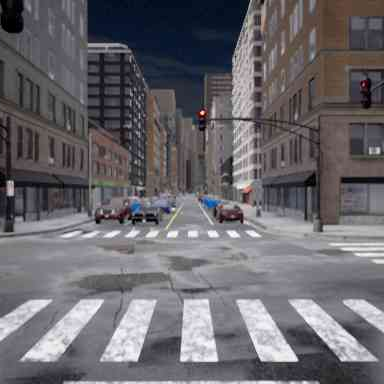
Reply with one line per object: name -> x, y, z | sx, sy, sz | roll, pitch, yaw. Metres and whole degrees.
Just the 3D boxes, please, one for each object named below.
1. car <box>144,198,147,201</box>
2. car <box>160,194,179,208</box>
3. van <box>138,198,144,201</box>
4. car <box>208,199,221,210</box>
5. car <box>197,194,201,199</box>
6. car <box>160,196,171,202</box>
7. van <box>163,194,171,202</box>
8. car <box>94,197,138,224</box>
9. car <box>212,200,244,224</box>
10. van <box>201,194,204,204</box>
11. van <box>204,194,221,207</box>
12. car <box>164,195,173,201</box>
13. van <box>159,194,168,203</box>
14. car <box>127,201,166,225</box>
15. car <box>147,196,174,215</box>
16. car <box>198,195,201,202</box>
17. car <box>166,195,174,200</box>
car -> -5.801, 1.436, 41.419 | 1.967, 1.590, 4.097 | 0, 0, 0
car -> -3.237, 1.500, 47.675 | 1.837, 1.490, 4.892 | 0, 0, 0
van -> -5.766, 1.338, 30.417 | 1.690, 1.788, 3.998 | 0, 0, 0
car -> 2.760, 1.562, 30.444 | 1.947, 1.339, 4.313 | 0, 0, 0
car -> 2.620, 1.578, 74.454 | 1.802, 1.307, 4.206 | 0, 0, 0
car -> -5.906, 1.547, 74.427 | 2.008, 1.369, 4.403 | 0, 0, 0
van -> -5.924, 1.338, 79.929 | 1.690, 1.788, 3.998 | 0, 0, 0
car -> -5.748, 1.312, 24.916 | 2.192, 1.841, 5.009 | 0, 0, 0
car -> 2.778, 1.541, 24.942 | 1.887, 1.381, 4.507 | 0, 0, 0
van -> 2.690, 1.337, 52.449 | 1.690, 1.788, 3.998 | 0, 0, 0
van -> 2.725, 1.337, 41.446 | 1.690, 1.788, 3.998 | 0, 0, 0
car -> -5.941, 1.563, 85.430 | 1.947, 1.339, 4.313 | 0, 0, 0
van -> -5.889, 1.336, 68.927 | 1.690, 1.788, 3.998 | 0, 0, 0
car -> -3.174, 1.598, 24.187 | 1.895, 1.301, 4.718 | 0, 0, 0
car -> -3.201, 1.474, 34.611 | 1.882, 1.535, 5.008 | 0, 0, 0
car -> 2.655, 1.577, 63.452 | 1.802, 1.307, 4.206 | 0, 0, 0
car -> -5.958, 1.581, 90.932 | 1.802, 1.307, 4.206 | 0, 0, 0
